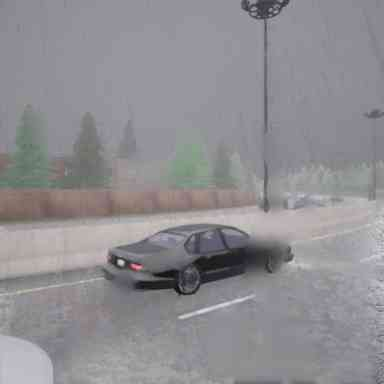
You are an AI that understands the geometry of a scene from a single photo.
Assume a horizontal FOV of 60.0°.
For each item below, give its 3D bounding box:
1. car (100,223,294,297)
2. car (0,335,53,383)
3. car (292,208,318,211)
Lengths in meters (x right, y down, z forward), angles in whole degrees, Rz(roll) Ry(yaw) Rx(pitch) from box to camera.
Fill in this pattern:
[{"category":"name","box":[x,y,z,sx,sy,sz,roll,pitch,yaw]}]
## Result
[{"category":"car","box":[0.418,1.548,8.688,5.357,1.411,2.033,0,0,-39]},{"category":"car","box":[-3.173,1.542,1.669,4.674,1.442,1.812,0,0,-35]},{"category":"car","box":[10.191,1.521,28.785,1.994,1.385,4.181,0,0,38]}]
